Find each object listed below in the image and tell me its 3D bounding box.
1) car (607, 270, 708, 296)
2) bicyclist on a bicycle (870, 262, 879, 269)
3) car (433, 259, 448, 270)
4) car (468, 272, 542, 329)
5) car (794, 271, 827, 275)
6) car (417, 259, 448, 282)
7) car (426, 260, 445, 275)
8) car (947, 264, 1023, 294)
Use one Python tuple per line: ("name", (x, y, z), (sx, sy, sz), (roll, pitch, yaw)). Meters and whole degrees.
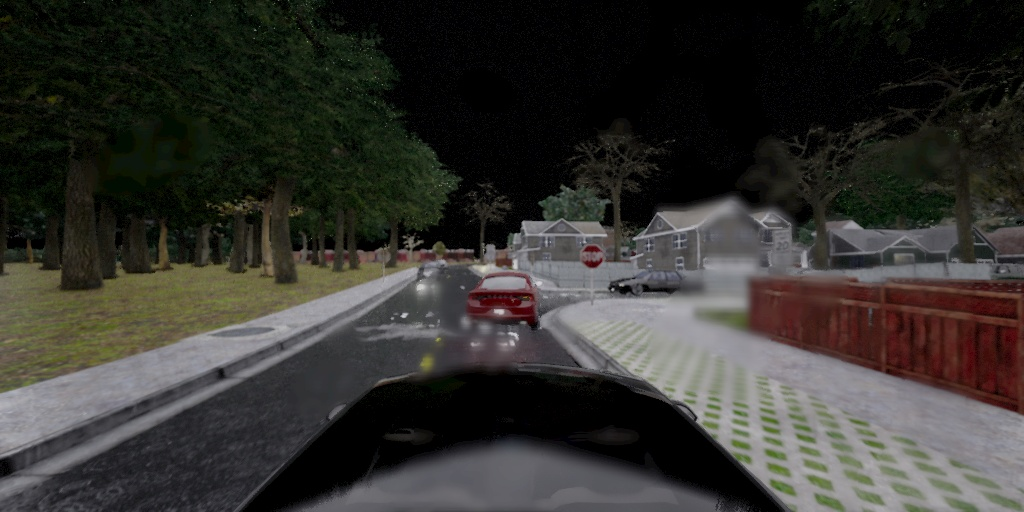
("car", (8.245, 1.517, 20.427), (5.357, 1.411, 2.033), (1, -3, -9))
("bicyclist on a bicycle", (16.160, 1.107, 15.792), (0.582, 1.620, 1.656), (1, -3, -9))
("car", (-10.144, 1.217, 50.964), (1.812, 1.442, 4.674), (0, 0, -9))
("car", (-0.080, 1.242, 11.467), (1.882, 1.535, 5.008), (0, 0, 5))
("car", (18.440, 1.644, 22.078), (4.674, 1.442, 1.812), (1, -3, -9))
("car", (-6.404, 1.203, 28.387), (2.128, 1.511, 4.902), (0, 0, -10))
("car", (-8.033, 1.215, 38.033), (1.812, 1.442, 4.674), (0, 0, -10))
("car", (32.267, 1.547, 24.313), (5.566, 2.045, 2.150), (1, -3, -9))
